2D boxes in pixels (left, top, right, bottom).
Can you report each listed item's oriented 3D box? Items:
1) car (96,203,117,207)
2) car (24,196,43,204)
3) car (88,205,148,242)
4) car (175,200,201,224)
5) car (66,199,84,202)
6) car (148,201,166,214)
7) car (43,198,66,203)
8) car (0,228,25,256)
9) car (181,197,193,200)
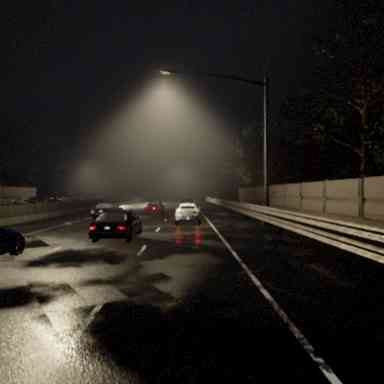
[{"bbox_3d":[-7.388,1.645,29.163,2.033,1.411,5.357,0,0,-1],"label":"car"},{"bbox_3d":[-25.422,1.346,53.989,1.882,1.535,5.008,0,0,-1],"label":"car"},{"bbox_3d":[-3.672,1.598,16.699,2.033,1.411,5.357,0,0,-1],"label":"car"},{"bbox_3d":[-0.322,1.588,25.314,1.812,1.442,4.674,0,0,-1],"label":"car"},{"bbox_3d":[-18.422,1.795,54.110,1.994,1.385,4.181,0,0,-1],"label":"car"},{"bbox_3d":[-4.019,1.678,36.918,1.994,1.385,4.181,0,0,-1],"label":"car"},{"bbox_3d":[-21.922,1.600,54.050,1.994,1.385,4.181,0,0,-1],"label":"car"},{"bbox_3d":[-7.063,1.573,10.365,1.812,1.442,4.674,0,0,-1],"label":"car"},{"bbox_3d":[-0.632,1.477,42.787,2.097,1.767,4.553,0,0,-1],"label":"car"}]
